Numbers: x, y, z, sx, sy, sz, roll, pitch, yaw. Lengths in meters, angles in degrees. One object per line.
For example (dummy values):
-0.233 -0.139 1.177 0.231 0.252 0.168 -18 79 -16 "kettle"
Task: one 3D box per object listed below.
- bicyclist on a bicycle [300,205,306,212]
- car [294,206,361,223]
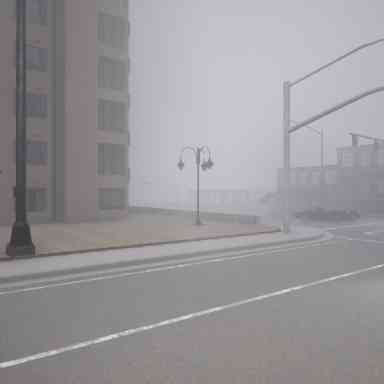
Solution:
13.543 2.464 40.664 1.656 1.620 0.582 0 -8 -35 "bicyclist on a bicycle"
10.573 1.746 26.192 1.895 1.301 4.718 0 -4 -36 "car"
